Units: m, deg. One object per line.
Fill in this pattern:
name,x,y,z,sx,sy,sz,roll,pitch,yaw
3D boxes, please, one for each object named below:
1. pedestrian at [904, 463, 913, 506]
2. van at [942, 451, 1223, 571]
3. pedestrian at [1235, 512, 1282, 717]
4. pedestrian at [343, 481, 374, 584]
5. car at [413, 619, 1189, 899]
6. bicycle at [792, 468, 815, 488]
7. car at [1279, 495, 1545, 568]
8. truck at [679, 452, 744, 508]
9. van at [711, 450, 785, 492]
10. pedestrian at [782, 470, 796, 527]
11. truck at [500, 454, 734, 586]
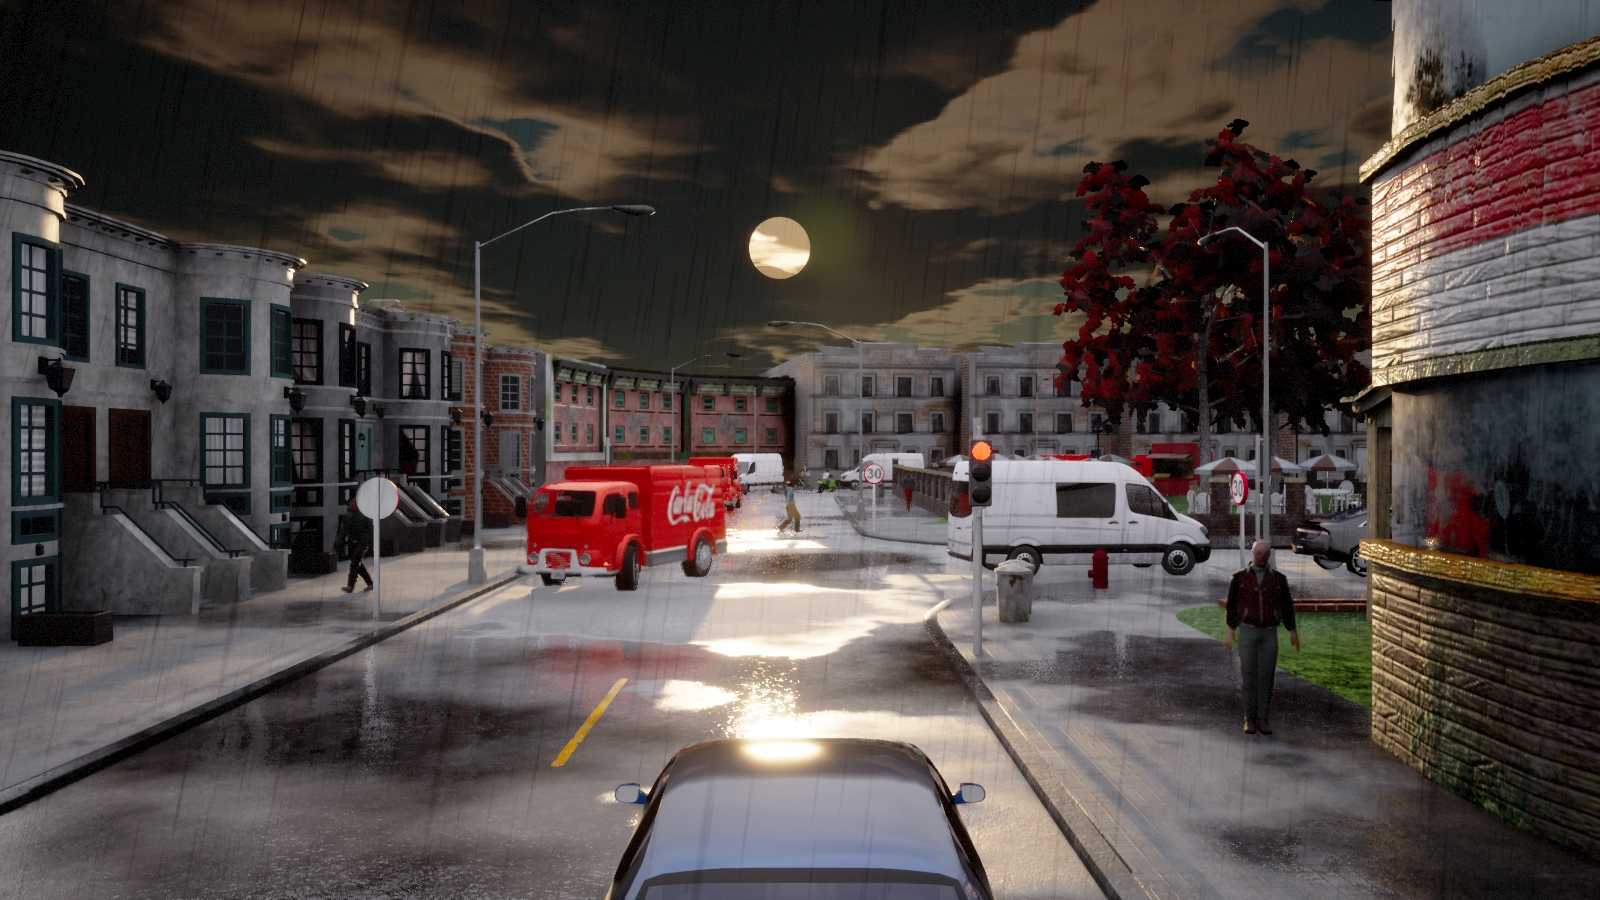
pedestrian,4.734,1.507,49.917,0.375,1.860,0.375,0,0,2
van,6.389,1.304,26.031,5.915,2.561,1.988,0,0,-11
pedestrian,4.305,1.521,10.740,0.375,1.860,0.375,0,0,16
pedestrian,-8.185,1.518,21.179,0.375,1.860,0.375,0,0,19
car,-0.001,1.884,5.268,2.033,1.411,5.357,0,0,0
bicycle,0.259,1.909,77.024,1.643,1.296,0.373,0,0,-36
car,13.778,1.817,25.951,4.902,1.511,2.128,0,0,-1
truck,-4.030,1.328,52.854,2.627,2.467,5.204,0,0,0
van,-3.214,1.289,72.299,1.988,2.561,5.915,0,0,28
pedestrian,-0.380,1.614,38.097,0.375,1.860,0.375,0,0,-16
truck,-3.696,1.339,24.350,2.627,2.467,5.204,-1,0,22
